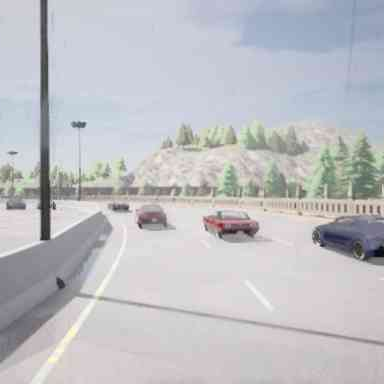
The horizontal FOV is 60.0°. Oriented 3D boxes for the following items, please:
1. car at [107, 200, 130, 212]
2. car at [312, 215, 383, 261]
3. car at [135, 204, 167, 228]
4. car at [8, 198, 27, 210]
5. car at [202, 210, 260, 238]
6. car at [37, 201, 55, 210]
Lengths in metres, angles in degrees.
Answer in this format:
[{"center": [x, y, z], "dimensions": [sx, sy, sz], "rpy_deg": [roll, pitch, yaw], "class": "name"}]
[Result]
[{"center": [-9.006, 1.677, 40.299], "dimensions": [1.895, 1.301, 4.718], "rpy_deg": [0, 0, -24], "class": "car"}, {"center": [6.122, 1.526, 12.164], "dimensions": [1.994, 1.385, 4.181], "rpy_deg": [0, 0, -6], "class": "car"}, {"center": [-2.795, 1.539, 22.296], "dimensions": [1.812, 1.442, 4.674], "rpy_deg": [0, 0, -13], "class": "car"}, {"center": [-24.303, 1.580, 46.146], "dimensions": [2.097, 1.767, 4.553], "rpy_deg": [-1, 0, -32], "class": "car"}, {"center": [1.835, 1.585, 17.458], "dimensions": [1.895, 1.301, 4.718], "rpy_deg": [0, 0, -10], "class": "car"}, {"center": [-20.632, 1.755, 46.861], "dimensions": [1.994, 1.385, 4.181], "rpy_deg": [-1, 0, -31], "class": "car"}]
